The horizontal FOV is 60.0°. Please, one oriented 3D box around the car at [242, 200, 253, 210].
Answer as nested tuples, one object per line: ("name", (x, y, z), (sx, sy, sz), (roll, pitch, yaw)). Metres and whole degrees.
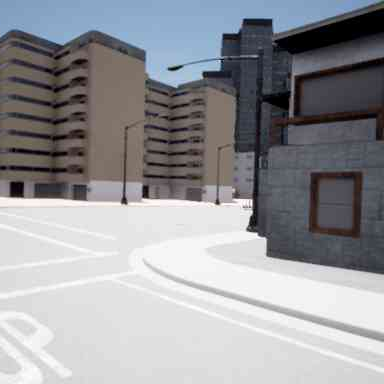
("car", (9.235, 1.936, 49.411), (1.812, 1.442, 4.674), (3, 0, 42))
